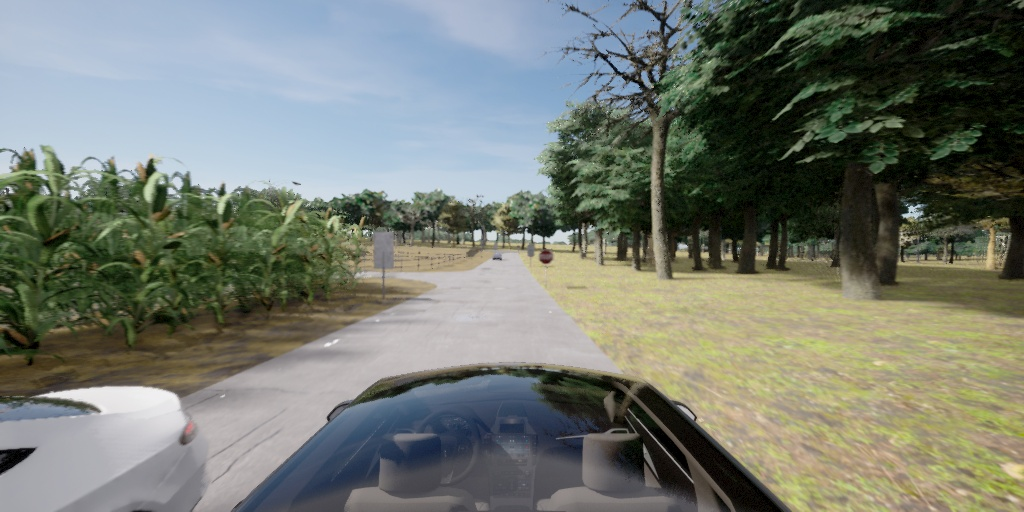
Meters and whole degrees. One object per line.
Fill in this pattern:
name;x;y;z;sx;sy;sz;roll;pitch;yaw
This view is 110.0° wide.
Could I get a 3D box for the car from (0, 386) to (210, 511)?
car;-2.845;1.277;0.403;1.812;1.442;4.674;0;0;0
